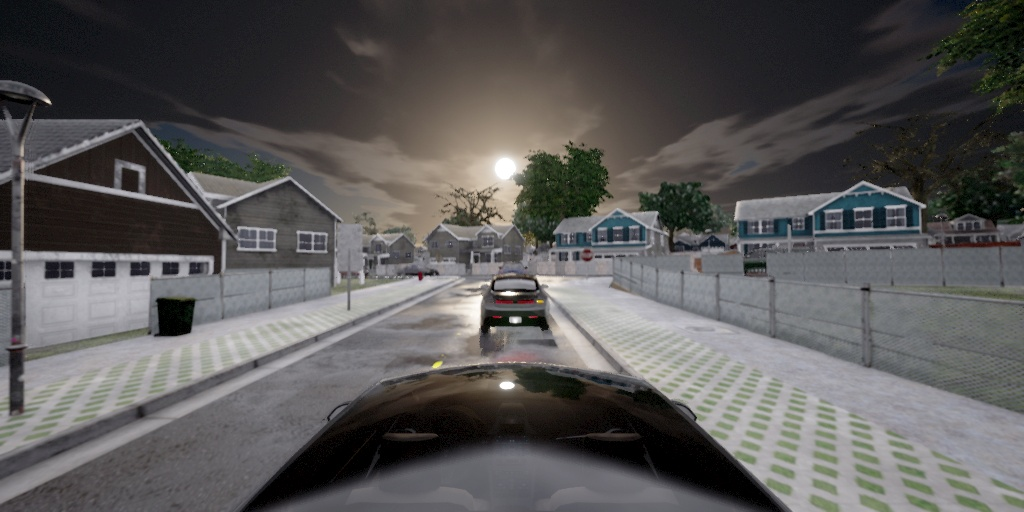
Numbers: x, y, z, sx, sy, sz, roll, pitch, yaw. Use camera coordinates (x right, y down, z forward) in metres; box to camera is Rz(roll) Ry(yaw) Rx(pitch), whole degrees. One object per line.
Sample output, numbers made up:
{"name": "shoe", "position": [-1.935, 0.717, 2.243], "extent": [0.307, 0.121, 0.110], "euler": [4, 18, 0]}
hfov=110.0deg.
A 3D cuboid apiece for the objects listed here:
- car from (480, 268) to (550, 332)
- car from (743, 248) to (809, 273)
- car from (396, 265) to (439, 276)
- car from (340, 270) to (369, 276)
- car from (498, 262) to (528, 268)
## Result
{"name": "car", "position": [0.084, 1.292, 11.074], "extent": [1.837, 1.490, 4.892], "euler": [0, 0, 0]}
{"name": "car", "position": [17.694, 0.511, 25.195], "extent": [5.566, 2.045, 2.150], "euler": [-2, -2, 36]}
{"name": "car", "position": [-10.784, 1.693, 40.854], "extent": [5.357, 1.411, 2.033], "euler": [-2, -2, 32]}
{"name": "car", "position": [-20.682, 2.045, 46.791], "extent": [4.181, 1.385, 1.994], "euler": [-2, -2, 30]}
{"name": "car", "position": [0.078, 1.192, 26.281], "extent": [2.097, 1.767, 4.553], "euler": [0, 0, 0]}
